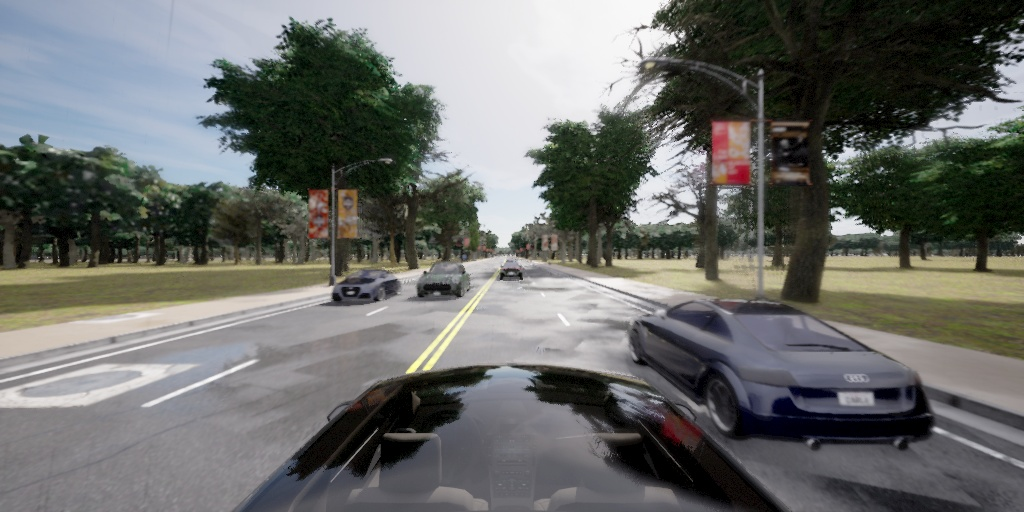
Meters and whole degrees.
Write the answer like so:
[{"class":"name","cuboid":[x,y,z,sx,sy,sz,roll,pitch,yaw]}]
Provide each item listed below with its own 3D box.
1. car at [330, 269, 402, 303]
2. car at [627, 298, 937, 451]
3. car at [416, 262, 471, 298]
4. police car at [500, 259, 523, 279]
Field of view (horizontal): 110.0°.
[{"class":"car","cuboid":[-6.600,1.313,16.667,1.994,1.385,4.181,0,0,0]},{"class":"car","cuboid":[3.249,1.314,5.391,1.994,1.385,4.181,0,0,0]},{"class":"car","cuboid":[-3.347,1.101,18.290,2.097,1.767,4.553,0,0,0]},{"class":"police car","cuboid":[-0.066,1.251,32.375,2.038,1.542,4.974,0,0,0]}]
